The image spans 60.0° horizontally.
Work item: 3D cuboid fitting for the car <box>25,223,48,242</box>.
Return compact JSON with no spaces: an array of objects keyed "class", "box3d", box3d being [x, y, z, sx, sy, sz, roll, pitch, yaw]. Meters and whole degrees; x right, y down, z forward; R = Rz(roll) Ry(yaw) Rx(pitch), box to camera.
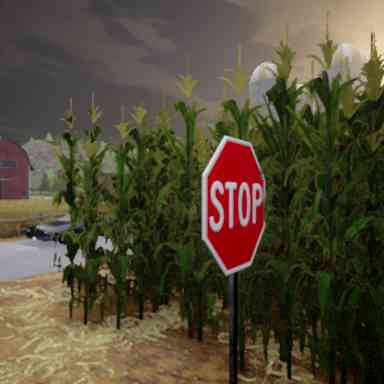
[{"class":"car","box3d":[-5.531,1.720,17.092,2.033,1.411,5.357,0,0,35]}]
